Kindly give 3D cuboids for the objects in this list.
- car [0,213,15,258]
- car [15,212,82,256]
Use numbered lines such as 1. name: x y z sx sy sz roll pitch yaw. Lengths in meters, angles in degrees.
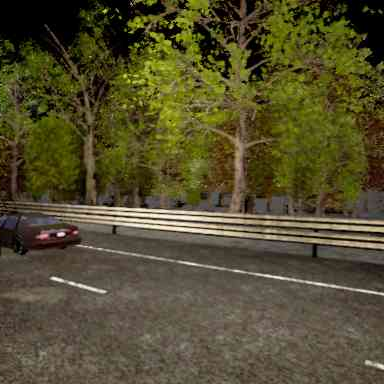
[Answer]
1. car: -7.554 1.175 9.379 5.566 2.045 2.150 1 0 36
2. car: -6.575 1.492 12.978 5.357 1.411 2.033 1 0 36
